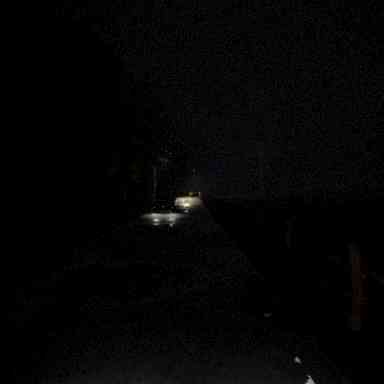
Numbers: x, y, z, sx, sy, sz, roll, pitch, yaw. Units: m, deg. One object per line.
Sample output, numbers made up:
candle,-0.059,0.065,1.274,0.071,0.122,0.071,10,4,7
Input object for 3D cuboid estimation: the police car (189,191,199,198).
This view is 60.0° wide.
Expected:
police car,0.964,0.737,88.806,1.930,1.638,5.238,0,0,0

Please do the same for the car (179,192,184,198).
car,-2.749,0.658,76.652,1.994,1.385,4.181,0,1,0

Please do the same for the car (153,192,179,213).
car,-2.845,1.078,35.883,2.150,2.045,5.566,0,1,0
